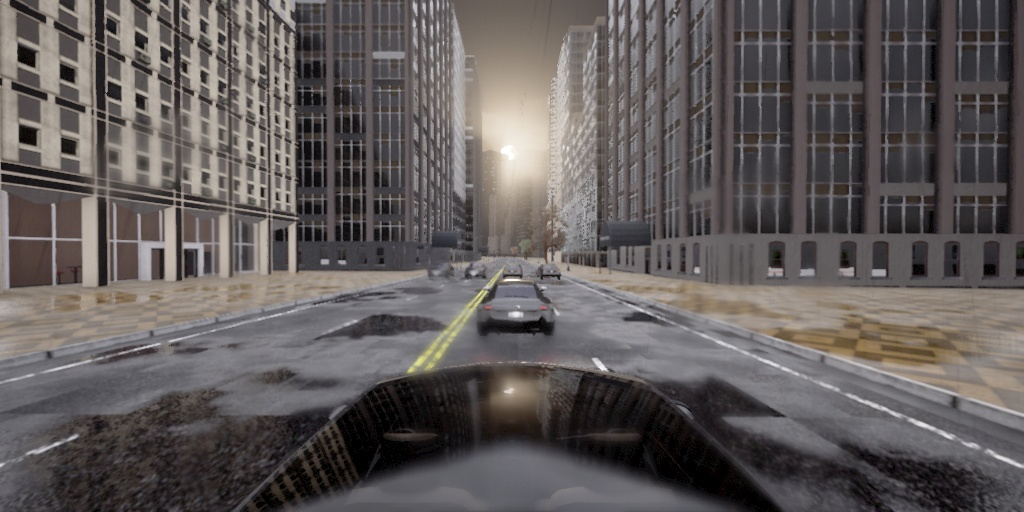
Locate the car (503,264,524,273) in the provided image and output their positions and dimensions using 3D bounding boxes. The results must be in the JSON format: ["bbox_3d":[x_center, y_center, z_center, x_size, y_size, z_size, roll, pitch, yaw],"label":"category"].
[{"bbox_3d":[0.099,1.433,33.959,2.033,1.411,5.357,0,0,2],"label":"car"}]

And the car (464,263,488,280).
[{"bbox_3d":[-3.333,1.376,33.825,2.128,1.511,4.902,0,0,0],"label":"car"}]

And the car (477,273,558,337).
[{"bbox_3d":[0.100,1.353,10.443,1.994,1.385,4.181,0,0,0],"label":"car"}]

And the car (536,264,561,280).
[{"bbox_3d":[3.368,1.431,33.609,2.033,1.411,5.357,0,0,-2],"label":"car"}]

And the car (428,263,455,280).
[{"bbox_3d":[-6.583,1.376,33.818,2.128,1.511,4.902,0,0,0],"label":"car"}]
